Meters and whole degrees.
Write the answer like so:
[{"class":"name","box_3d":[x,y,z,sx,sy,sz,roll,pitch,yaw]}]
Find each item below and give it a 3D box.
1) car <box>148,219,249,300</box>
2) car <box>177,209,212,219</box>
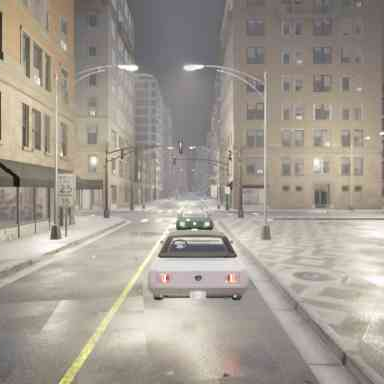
[{"class":"car","box_3d":[0.116,1.600,8.316,1.895,1.301,4.718,0,0,0]},{"class":"car","box_3d":[0.134,1.599,18.551,1.895,1.301,4.718,0,0,0]}]
